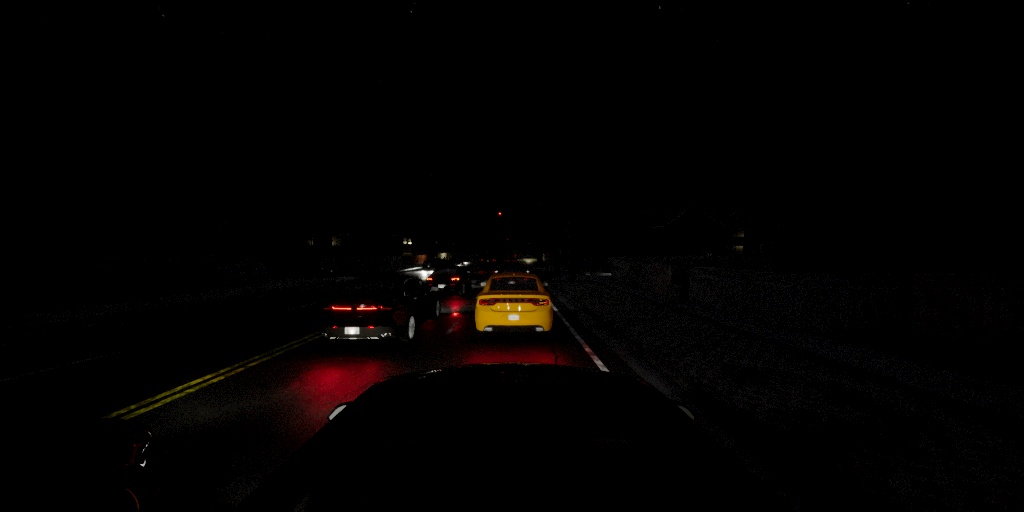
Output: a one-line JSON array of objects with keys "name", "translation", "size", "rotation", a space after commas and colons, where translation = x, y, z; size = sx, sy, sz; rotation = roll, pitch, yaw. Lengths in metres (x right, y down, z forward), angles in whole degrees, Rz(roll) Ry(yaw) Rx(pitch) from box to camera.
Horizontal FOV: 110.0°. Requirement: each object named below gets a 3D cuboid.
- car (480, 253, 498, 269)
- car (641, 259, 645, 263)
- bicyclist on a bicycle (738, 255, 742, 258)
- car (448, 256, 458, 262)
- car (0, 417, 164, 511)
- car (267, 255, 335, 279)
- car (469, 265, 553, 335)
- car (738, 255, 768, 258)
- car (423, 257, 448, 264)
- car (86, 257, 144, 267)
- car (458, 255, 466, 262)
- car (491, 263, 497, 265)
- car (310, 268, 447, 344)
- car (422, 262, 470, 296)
[{"name": "car", "translation": [-3.063, 0.646, 46.857], "size": [2.150, 2.045, 5.566], "rotation": [0, 1, -2]}, {"name": "car", "translation": [12.793, 1.012, 34.519], "size": [5.357, 1.411, 2.033], "rotation": [-1, 1, -6]}, {"name": "bicyclist on a bicycle", "translation": [18.406, 0.782, 28.792], "size": [0.582, 1.620, 1.656], "rotation": [0, 0, -2]}, {"name": "car", "translation": [-9.934, 0.904, 54.343], "size": [1.994, 1.385, 4.181], "rotation": [0, 1, 0]}, {"name": "car", "translation": [-3.149, 1.228, 0.180], "size": [1.882, 1.535, 5.008], "rotation": [0, 0, 0]}, {"name": "car", "translation": [-18.378, 0.956, 31.060], "size": [5.566, 2.045, 2.150], "rotation": [0, 1, 1]}, {"name": "car", "translation": [0.062, 1.209, 10.475], "size": [1.882, 1.535, 5.008], "rotation": [0, 0, 0]}, {"name": "car", "translation": [22.769, 0.735, 34.778], "size": [4.553, 1.767, 2.097], "rotation": [0, 1, -2]}, {"name": "car", "translation": [-9.918, 0.932, 45.159], "size": [2.128, 1.511, 4.902], "rotation": [0, 1, 0]}, {"name": "car", "translation": [-34.619, 1.064, 31.795], "size": [5.566, 2.045, 2.150], "rotation": [-1, 1, 5]}, {"name": "car", "translation": [-9.914, 0.655, 63.949], "size": [1.882, 1.535, 5.008], "rotation": [0, 1, 0]}, {"name": "car", "translation": [0.008, 1.247, 19.364], "size": [1.994, 1.385, 4.181], "rotation": [0, 0, 1]}, {"name": "car", "translation": [-3.190, 1.239, 9.590], "size": [1.837, 1.490, 4.892], "rotation": [0, 0, 0]}, {"name": "car", "translation": [-3.248, 1.212, 18.899], "size": [1.812, 1.442, 4.674], "rotation": [0, 0, 1]}]
